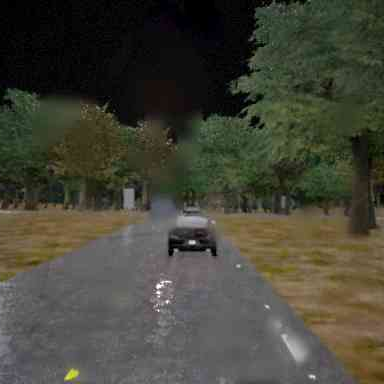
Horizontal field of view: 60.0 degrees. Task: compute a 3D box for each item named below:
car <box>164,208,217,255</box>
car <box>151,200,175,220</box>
[{"bbox_3d":[0.029,1.680,14.308,1.882,1.535,5.008,0,-1,0],"label":"car"},{"bbox_3d":[-3.006,1.909,35.546,2.150,2.045,5.566,0,-2,0],"label":"car"}]
